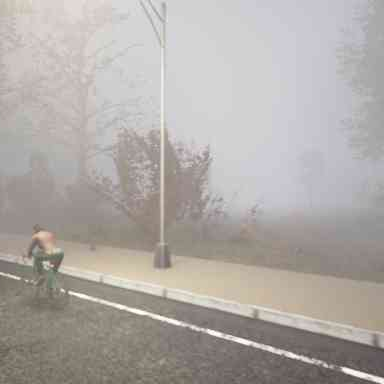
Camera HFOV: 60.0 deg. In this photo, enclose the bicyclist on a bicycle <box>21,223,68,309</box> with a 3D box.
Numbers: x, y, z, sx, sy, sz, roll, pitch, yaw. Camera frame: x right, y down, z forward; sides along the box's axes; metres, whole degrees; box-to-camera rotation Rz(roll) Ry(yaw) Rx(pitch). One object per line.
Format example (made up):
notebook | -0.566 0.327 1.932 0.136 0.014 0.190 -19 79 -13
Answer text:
bicyclist on a bicycle | -3.011 1.467 6.747 1.656 1.620 0.582 -1 0 35
